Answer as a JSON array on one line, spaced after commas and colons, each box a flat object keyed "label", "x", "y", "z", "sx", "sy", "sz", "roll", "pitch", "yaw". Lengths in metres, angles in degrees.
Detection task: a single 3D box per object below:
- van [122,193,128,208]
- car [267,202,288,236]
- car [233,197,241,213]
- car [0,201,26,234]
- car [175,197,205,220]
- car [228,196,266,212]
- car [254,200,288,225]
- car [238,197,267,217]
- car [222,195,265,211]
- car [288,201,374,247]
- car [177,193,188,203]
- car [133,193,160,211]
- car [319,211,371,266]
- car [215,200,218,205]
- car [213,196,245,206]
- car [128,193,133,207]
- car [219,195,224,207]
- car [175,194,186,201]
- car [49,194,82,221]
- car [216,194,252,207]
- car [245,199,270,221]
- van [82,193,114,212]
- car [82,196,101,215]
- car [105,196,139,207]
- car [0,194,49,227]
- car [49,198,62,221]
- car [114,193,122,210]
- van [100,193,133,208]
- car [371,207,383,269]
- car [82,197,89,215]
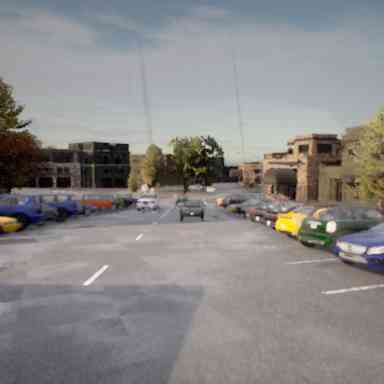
[{"label": "van", "x": -11.038, "y": 1.205, "z": 43.121, "sx": 4.442, "sy": 1.987, "sz": 1.878, "roll": -1, "pitch": 0, "yaw": -19}, {"label": "car", "x": 6.370, "y": 1.394, "z": 15.626, "sx": 5.008, "sy": 1.535, "sz": 2.097, "roll": 1, "pitch": 0, "yaw": -20}, {"label": "car", "x": 6.274, "y": 1.420, "z": 27.358, "sx": 4.792, "sy": 1.488, "sz": 2.163, "roll": 1, "pitch": 0, "yaw": -20}, {"label": "car", "x": -11.263, "y": 1.426, "z": 16.093, "sx": 5.366, "sy": 1.575, "sz": 1.946, "roll": -1, "pitch": 0, "yaw": -20}, {"label": "car", "x": -0.016, "y": 1.415, "z": 26.903, "sx": 2.128, "sy": 1.511, "sz": 4.902, "roll": 0, "pitch": 0, "yaw": 0}, {"label": "car", "x": 6.286, "y": 1.390, "z": 30.303, "sx": 5.008, "sy": 1.535, "sz": 2.097, "roll": 1, "pitch": 0, "yaw": -20}, {"label": "car", "x": 6.353, "y": 1.395, "z": 18.563, "sx": 4.892, "sy": 1.521, "sz": 2.231, "roll": 1, "pitch": 0, "yaw": -20}, {"label": "car", "x": 6.332, "y": 1.392, "z": 24.431, "sx": 5.008, "sy": 1.535, "sz": 2.097, "roll": 1, "pitch": 0, "yaw": -20}, {"label": "car", "x": 6.076, "y": 1.384, "z": 33.174, "sx": 5.366, "sy": 1.575, "sz": 1.946, "roll": 1, "pitch": 0, "yaw": -20}, {"label": "car", "x": 6.360, "y": 1.272, "z": 12.684, "sx": 4.553, "sy": 1.767, "sz": 2.185, "roll": 1, "pitch": 0, "yaw": -20}, {"label": "car", "x": -1.867, "y": 1.225, "z": 65.385, "sx": 2.097, "sy": 1.767, "sz": 4.553, "roll": 0, "pitch": 1, "yaw": -1}, {"label": "car", "x": -5.126, "y": 1.148, "z": 39.588, "sx": 2.150, "sy": 2.045, "sz": 5.566, "roll": 0, "pitch": 0, "yaw": 0}, {"label": "car", "x": 6.403, "y": 1.445, "z": 9.751, "sx": 4.674, "sy": 1.452, "sz": 2.002, "roll": 1, "pitch": 0, "yaw": -20}, {"label": "car", "x": 6.145, "y": 1.415, "z": 45.031, "sx": 4.792, "sy": 1.488, "sz": 2.163, "roll": 1, "pitch": 0, "yaw": -21}, {"label": "car", "x": 6.002, "y": 1.423, "z": 53.868, "sx": 4.674, "sy": 1.452, "sz": 2.002, "roll": 1, "pitch": 0, "yaw": -21}, {"label": "car", "x": -11.058, "y": 1.181, "z": 46.092, "sx": 5.566, "sy": 2.045, "sz": 2.435, "roll": -1, "pitch": 0, "yaw": -19}, {"label": "car", "x": 6.197, "y": 1.387, "z": 39.118, "sx": 5.008, "sy": 1.535, "sz": 2.097, "roll": 1, "pitch": 0, "yaw": -21}, {"label": "car", "x": -1.701, "y": 1.273, "z": 55.713, "sx": 2.097, "sy": 1.767, "sz": 4.553, "roll": 0, "pitch": 0, "yaw": -1}, {"label": "car", "x": -11.462, "y": 1.181, "z": 25.030, "sx": 5.566, "sy": 2.045, "sz": 2.435, "roll": -1, "pitch": 0, "yaw": -20}, {"label": "car", "x": 6.053, "y": 1.259, "z": 47.961, "sx": 4.553, "sy": 1.767, "sz": 2.185, "roll": 1, "pitch": 0, "yaw": -21}, {"label": "car", "x": 6.339, "y": 1.394, "z": 21.496, "sx": 4.892, "sy": 1.521, "sz": 2.231, "roll": 1, "pitch": 0, "yaw": -20}, {"label": "van", "x": -11.378, "y": 1.208, "z": 37.033, "sx": 4.442, "sy": 1.987, "sz": 1.878, "roll": -1, "pitch": 0, "yaw": -19}, {"label": "car", "x": -11.375, "y": 1.433, "z": 31.065, "sx": 4.892, "sy": 1.521, "sz": 2.231, "roll": -1, "pitch": 0, "yaw": -19}, {"label": "car", "x": -10.949, "y": 1.433, "z": 52.073, "sx": 5.008, "sy": 1.535, "sz": 2.097, "roll": -1, "pitch": 0, "yaw": -19}, {"label": "car", "x": -11.477, "y": 1.181, "z": 19.011, "sx": 5.566, "sy": 2.045, "sz": 2.435, "roll": -1, "pitch": 0, "yaw": -20}, {"label": "car", "x": -11.446, "y": 1.433, "z": 22.026, "sx": 4.892, "sy": 1.521, "sz": 2.231, "roll": -1, "pitch": 0, "yaw": -20}, {"label": "car", "x": -11.178, "y": 1.307, "z": 40.085, "sx": 4.553, "sy": 1.767, "sz": 2.185, "roll": -1, "pitch": 0, "yaw": -19}, {"label": "van", "x": -11.130, "y": 1.209, "z": 49.036, "sx": 4.442, "sy": 1.987, "sz": 1.878, "roll": -1, "pitch": 0, "yaw": -19}, {"label": "car", "x": 6.378, "y": 1.292, "z": 6.818, "sx": 4.553, "sy": 1.767, "sz": 2.185, "roll": 1, "pitch": 0, "yaw": -20}, {"label": "car", "x": -11.429, "y": 1.462, "z": 28.045, "sx": 4.792, "sy": 1.488, "sz": 2.163, "roll": -1, "pitch": 0, "yaw": -19}]
